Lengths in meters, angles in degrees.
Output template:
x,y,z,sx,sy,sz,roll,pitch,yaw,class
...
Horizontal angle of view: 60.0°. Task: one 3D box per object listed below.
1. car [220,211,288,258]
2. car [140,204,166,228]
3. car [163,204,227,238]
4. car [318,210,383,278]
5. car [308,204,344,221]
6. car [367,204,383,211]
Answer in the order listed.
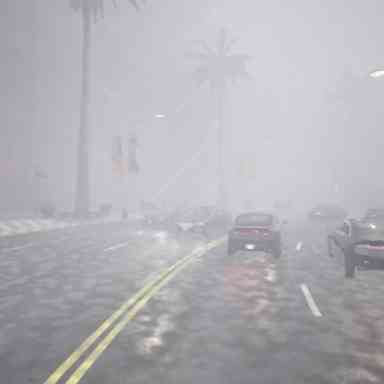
x,y,z,sx,sy,sz,roll,pitch,yaw,class
2.649,1.533,13.172,1.837,1.490,4.892,0,0,18,car
-1.444,1.528,21.788,1.812,1.442,4.674,0,0,28,car
0.713,1.507,18.210,2.128,1.511,4.902,0,0,25,car
5.293,1.536,10.038,2.128,1.511,4.902,0,0,15,car
11.258,1.663,27.432,1.994,1.385,4.181,0,0,43,car
15.478,1.655,26.685,4.674,1.442,1.812,0,0,-42,car
